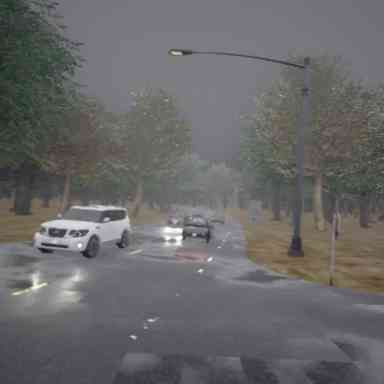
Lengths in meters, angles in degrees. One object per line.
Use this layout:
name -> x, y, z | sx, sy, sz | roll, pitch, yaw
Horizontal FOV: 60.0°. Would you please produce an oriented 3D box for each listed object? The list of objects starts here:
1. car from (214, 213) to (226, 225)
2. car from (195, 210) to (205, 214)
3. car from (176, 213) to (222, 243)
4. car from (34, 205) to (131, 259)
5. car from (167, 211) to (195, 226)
car -> 3.600, 3.575, 44.851 | 2.033, 1.411, 5.357 | 4, -2, 6
car -> 1.259, 3.862, 58.207 | 1.994, 1.385, 4.181 | 4, -2, 5
car -> 0.572, 2.545, 22.943 | 2.128, 1.511, 4.902 | 4, -2, 10
car -> -4.548, 1.626, 15.009 | 2.150, 2.045, 5.566 | 4, -2, 11
car -> -1.341, 2.839, 34.978 | 2.128, 1.511, 4.902 | 4, -2, 8
